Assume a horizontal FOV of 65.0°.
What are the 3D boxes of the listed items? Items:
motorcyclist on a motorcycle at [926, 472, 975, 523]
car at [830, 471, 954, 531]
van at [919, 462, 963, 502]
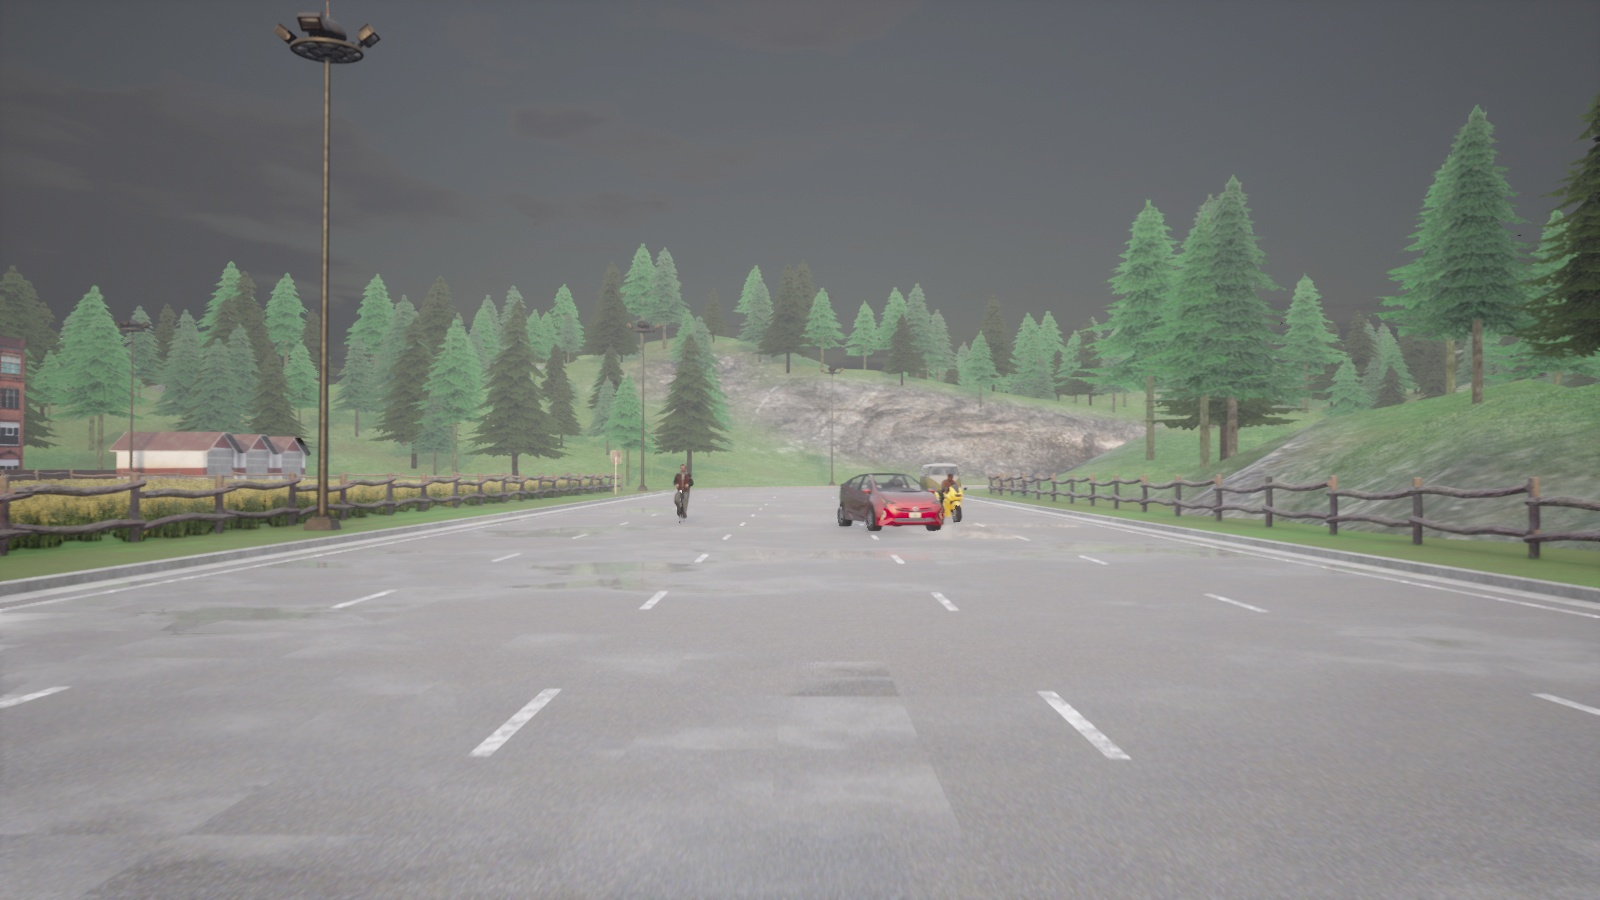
[{"bbox_3d":[4.600,1.430,38.541,0.797,1.523,2.044,0,-1,-15],"label":"motorcyclist on a motorcycle"},{"bbox_3d":[2.393,1.328,34.064,2.007,1.525,4.514,0,-1,-15],"label":"car"},{"bbox_3d":[7.199,1.630,64.585,1.775,1.987,4.442,0,-1,0],"label":"van"}]
